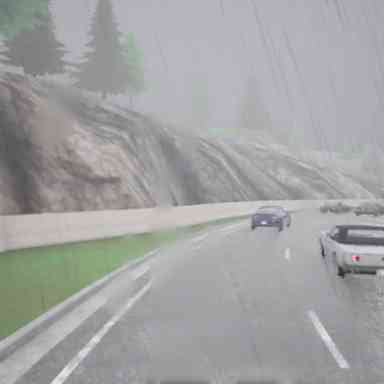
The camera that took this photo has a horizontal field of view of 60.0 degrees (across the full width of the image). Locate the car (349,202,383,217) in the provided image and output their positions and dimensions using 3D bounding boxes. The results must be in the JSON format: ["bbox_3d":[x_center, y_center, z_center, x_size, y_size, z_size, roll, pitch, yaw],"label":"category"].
[{"bbox_3d":[17.807,1.691,32.859,5.357,1.411,2.033,0,0,-45],"label":"car"}]

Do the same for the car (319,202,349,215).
[{"bbox_3d":[15.599,1.727,35.785,4.718,1.301,1.895,0,0,-45],"label":"car"}]

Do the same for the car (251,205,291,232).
[{"bbox_3d":[4.991,1.566,20.785,1.812,1.442,4.674,0,0,24],"label":"car"}]

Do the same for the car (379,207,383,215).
[{"bbox_3d":[11.011,1.690,16.859,1.895,1.301,4.718,0,0,23],"label":"car"}]

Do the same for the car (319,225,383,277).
[{"bbox_3d":[5.079,1.642,10.090,1.895,1.301,4.718,0,0,13],"label":"car"}]
